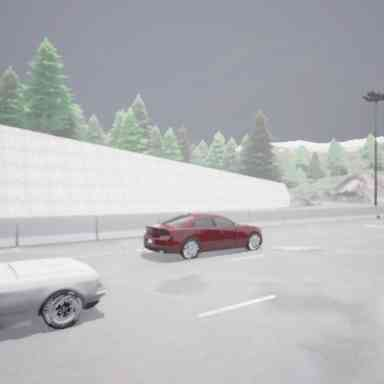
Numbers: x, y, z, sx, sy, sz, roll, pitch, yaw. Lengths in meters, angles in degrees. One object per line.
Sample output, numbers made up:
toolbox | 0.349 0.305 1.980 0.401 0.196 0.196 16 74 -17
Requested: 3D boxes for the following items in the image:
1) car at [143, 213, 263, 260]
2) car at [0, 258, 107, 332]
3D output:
car | 0.586 1.543 12.772 5.008 1.535 1.882 0 0 -36
car | -3.864 1.607 5.284 4.718 1.301 1.895 0 0 -36
